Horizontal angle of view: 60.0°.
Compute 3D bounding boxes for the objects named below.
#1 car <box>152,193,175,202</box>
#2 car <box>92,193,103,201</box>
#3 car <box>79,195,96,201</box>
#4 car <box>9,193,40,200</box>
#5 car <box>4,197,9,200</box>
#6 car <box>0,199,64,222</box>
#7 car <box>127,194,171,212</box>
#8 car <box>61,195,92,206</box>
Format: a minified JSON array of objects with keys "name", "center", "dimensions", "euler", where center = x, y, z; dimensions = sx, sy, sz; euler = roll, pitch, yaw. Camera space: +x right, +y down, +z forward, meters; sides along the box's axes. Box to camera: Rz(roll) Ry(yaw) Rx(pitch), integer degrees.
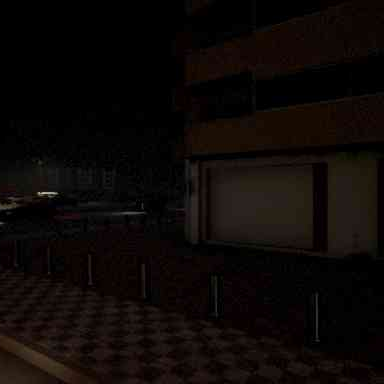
[{"name":"car","center":[-5.587,1.209,69.185],"dimensions":[1.932,1.855,4.605],"euler":[0,0,35]},{"name":"car","center":[-23.961,1.211,82.202],"dimensions":[1.905,1.878,3.866],"euler":[0,0,35]},{"name":"car","center":[-26.319,1.451,83.883],"dimensions":[1.970,1.475,3.806],"euler":[0,0,35]},{"name":"car","center":[-34.062,1.209,67.886],"dimensions":[1.932,1.855,4.605],"euler":[0,0,35]},{"name":"car","center":[-36.389,1.419,69.611],"dimensions":[1.784,1.438,3.905],"euler":[0,0,35]},{"name":"car","center":[-13.437,1.581,27.600],"dimensions":[1.812,1.442,4.674],"euler":[0,0,35]},{"name":"car","center":[-5.022,1.408,39.612],"dimensions":[2.097,1.767,4.553],"euler":[0,0,35]},{"name":"car","center":[-20.214,1.451,58.202],"dimensions":[1.970,1.475,3.806],"euler":[0,0,35]}]
